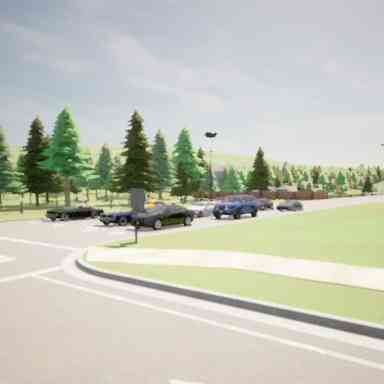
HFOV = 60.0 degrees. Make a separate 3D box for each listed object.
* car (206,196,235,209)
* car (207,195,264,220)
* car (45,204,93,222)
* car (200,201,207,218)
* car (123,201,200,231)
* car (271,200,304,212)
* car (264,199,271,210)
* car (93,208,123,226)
[{"bbox_3d":[4.085,1.502,47.643,2.097,1.767,4.553,0,-1,36],"label":"car"},{"bbox_3d":[4.039,1.306,29.860,2.150,2.045,5.566,0,0,36],"label":"car"},{"bbox_3d":[-10.001,1.748,28.470,1.895,1.301,4.718,0,0,36],"label":"car"},{"bbox_3d":[0.982,1.631,31.582,1.812,1.442,4.674,0,0,36],"label":"car"},{"bbox_3d":[-1.834,1.562,21.848,1.882,1.535,5.008,0,0,36],"label":"car"},{"bbox_3d":[12.077,1.631,40.795,2.033,1.411,5.357,0,0,36],"label":"car"},{"bbox_3d":[8.811,1.610,42.254,1.837,1.490,4.892,0,0,37],"label":"car"},{"bbox_3d":[-4.447,1.706,24.208,1.895,1.301,4.718,0,0,36],"label":"car"}]
